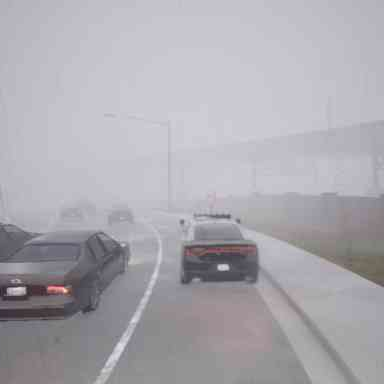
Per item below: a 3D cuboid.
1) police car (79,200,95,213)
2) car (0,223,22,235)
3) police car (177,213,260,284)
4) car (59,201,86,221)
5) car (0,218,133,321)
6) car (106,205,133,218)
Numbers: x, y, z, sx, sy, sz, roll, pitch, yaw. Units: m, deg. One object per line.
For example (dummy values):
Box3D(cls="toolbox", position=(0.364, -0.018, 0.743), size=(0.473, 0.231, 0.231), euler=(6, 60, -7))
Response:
Box3D(cls="police car", position=(-14.170, 1.840, 43.009), size=(1.930, 1.638, 5.238), euler=(-1, 0, -35))
Box3D(cls="car", position=(-6.339, 1.671, 10.252), size=(2.033, 1.411, 5.357), euler=(-1, 0, -2))
Box3D(cls="police car", position=(0.593, 1.454, 9.853), size=(1.930, 1.638, 5.238), euler=(-1, 0, -2))
Box3D(cls="car", position=(-11.425, 1.849, 31.349), size=(1.812, 1.442, 4.674), euler=(-1, 0, -24))
Box3D(cls="car", position=(-2.765, 1.612, 7.739), size=(2.033, 1.411, 5.357), euler=(-1, 0, 0))
Box3D(cls="car", position=(-5.706, 1.717, 26.018), size=(1.812, 1.442, 4.674), euler=(-1, 0, -17))
